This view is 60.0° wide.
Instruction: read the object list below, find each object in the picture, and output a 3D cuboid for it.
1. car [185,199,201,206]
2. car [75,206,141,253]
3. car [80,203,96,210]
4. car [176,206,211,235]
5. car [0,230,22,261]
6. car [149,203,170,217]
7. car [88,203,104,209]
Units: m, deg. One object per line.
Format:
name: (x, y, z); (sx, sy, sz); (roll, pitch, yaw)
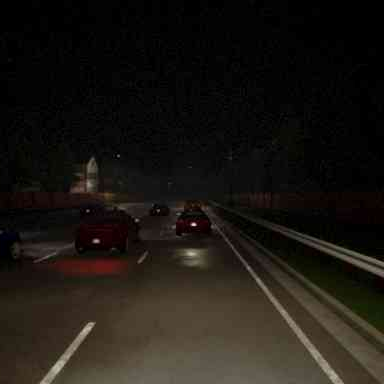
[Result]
car: (0.085, 1.753, 45.358); (2.097, 1.767, 4.553); (0, -1, 0)
car: (-3.405, 1.604, 14.285); (1.882, 1.535, 5.008); (0, 0, 0)
car: (-10.413, 1.875, 35.208); (1.994, 1.385, 4.181); (0, 0, 0)
car: (0.093, 1.741, 19.910); (1.994, 1.385, 4.181); (0, 0, 0)
car: (-6.903, 1.563, 9.672); (1.882, 1.535, 5.008); (0, 0, 0)
car: (-3.414, 1.880, 35.715); (1.994, 1.385, 4.181); (0, 0, 0)
car: (-6.915, 1.851, 28.243); (1.895, 1.301, 4.718); (0, 0, 0)
